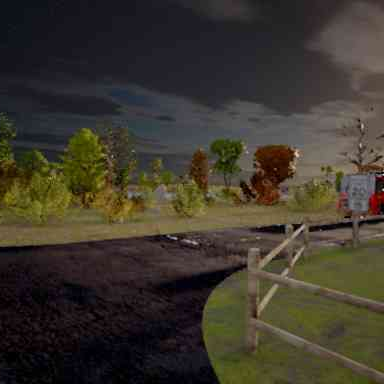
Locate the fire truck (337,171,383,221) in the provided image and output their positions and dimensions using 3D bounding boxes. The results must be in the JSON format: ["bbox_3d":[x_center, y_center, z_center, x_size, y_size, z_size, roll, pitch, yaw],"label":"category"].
[{"bbox_3d":[15.343,0.274,27.448,8.468,3.827,2.891,0,1,-40],"label":"fire truck"}]
